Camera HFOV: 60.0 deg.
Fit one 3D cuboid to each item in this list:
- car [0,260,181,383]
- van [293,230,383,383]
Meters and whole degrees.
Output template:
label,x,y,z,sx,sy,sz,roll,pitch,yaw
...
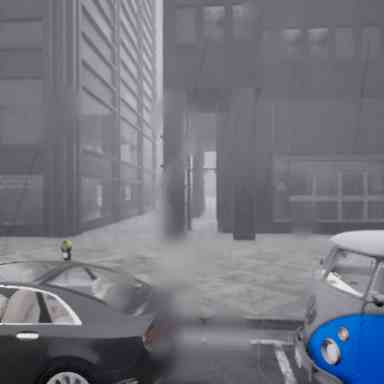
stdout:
label,x,y,z,sx,sy,sz,roll,pitch,yaw
car,-2.341,1.565,4.011,4.403,1.369,2.008,0,0,4
van,3.278,1.327,3.571,3.998,1.788,1.690,0,0,4
